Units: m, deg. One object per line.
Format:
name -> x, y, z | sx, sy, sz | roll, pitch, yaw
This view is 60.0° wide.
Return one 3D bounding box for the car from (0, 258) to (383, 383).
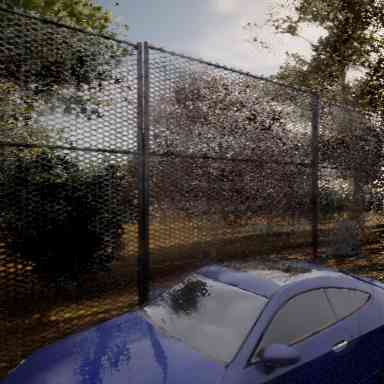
car -> 0.577, 1.527, 3.475 | 4.674, 1.442, 1.812 | 0, 0, -35
